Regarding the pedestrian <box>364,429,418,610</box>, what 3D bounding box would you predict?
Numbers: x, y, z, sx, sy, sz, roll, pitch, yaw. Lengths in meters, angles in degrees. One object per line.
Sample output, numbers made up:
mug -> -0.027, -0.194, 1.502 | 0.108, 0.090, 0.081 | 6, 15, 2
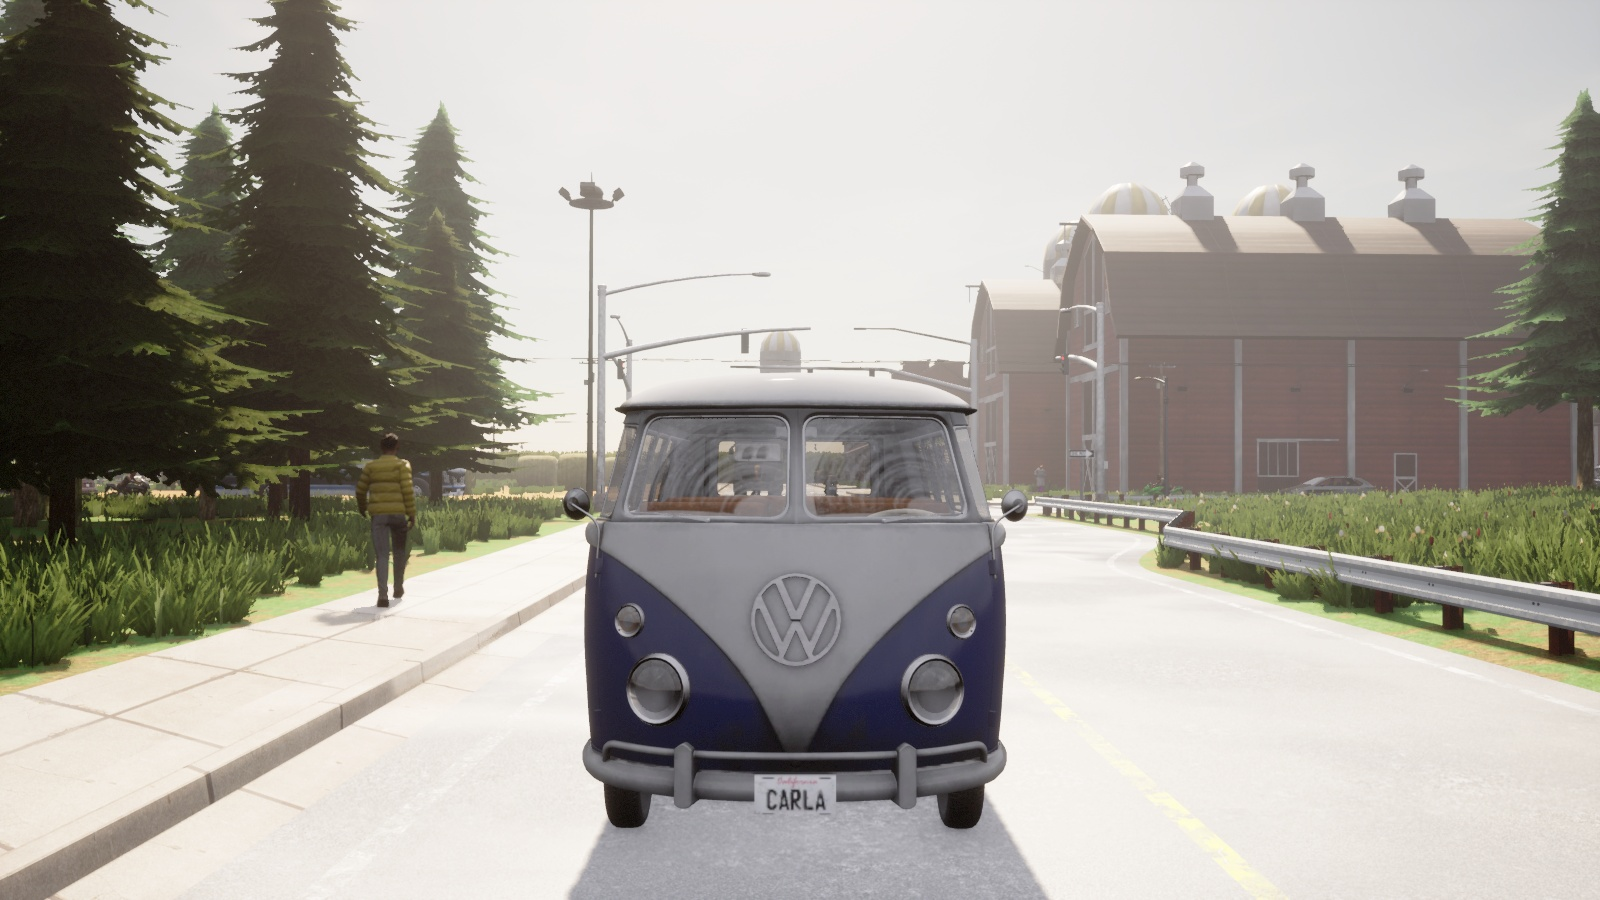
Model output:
pedestrian -> -4.289, 0.715, 13.195 | 0.431, 1.840, 0.709 | 0, -1, -9

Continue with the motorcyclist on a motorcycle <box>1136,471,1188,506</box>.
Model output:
motorcyclist on a motorcycle -> 16.080, 1.694, 55.812 | 2.044, 1.523, 0.797 | 0, -1, -1

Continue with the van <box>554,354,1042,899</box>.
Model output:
van -> -0.024, 0.681, 6.802 | 1.775, 1.987, 4.442 | 0, -1, 0

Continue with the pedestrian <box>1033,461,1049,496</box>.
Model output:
pedestrian -> 13.320, 1.566, 69.368 | 0.659, 1.952, 0.873 | 0, -1, -4

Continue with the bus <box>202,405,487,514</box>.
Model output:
bus -> -18.437, 0.402, 51.531 | 10.273, 4.253, 3.944 | 0, -1, -1

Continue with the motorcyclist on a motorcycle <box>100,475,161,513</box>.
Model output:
motorcyclist on a motorcycle -> -27.342, 1.792, 51.301 | 2.044, 1.523, 0.797 | 0, -1, -1

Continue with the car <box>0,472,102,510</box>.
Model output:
car -> -32.903, 1.787, 54.674 | 3.988, 1.617, 1.851 | 0, -1, -1

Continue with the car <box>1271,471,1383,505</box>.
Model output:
car -> 23.452, 1.699, 55.983 | 4.193, 1.474, 1.816 | 0, -1, -1
